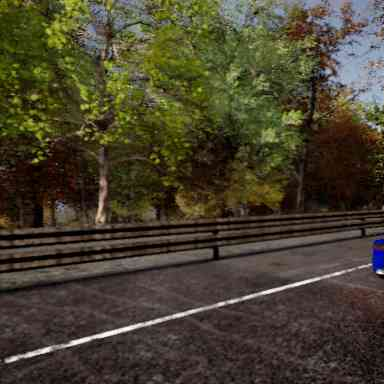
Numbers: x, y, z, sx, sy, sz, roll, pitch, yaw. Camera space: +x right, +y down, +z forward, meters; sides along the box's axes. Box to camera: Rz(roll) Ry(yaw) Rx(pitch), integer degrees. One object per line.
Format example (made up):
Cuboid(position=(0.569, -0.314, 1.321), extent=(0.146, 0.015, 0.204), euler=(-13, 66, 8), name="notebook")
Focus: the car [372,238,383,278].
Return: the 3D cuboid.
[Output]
Cuboid(position=(6.818, 1.542, 9.062), extent=(5.008, 1.535, 1.882), euler=(1, 0, -37), name="car")
